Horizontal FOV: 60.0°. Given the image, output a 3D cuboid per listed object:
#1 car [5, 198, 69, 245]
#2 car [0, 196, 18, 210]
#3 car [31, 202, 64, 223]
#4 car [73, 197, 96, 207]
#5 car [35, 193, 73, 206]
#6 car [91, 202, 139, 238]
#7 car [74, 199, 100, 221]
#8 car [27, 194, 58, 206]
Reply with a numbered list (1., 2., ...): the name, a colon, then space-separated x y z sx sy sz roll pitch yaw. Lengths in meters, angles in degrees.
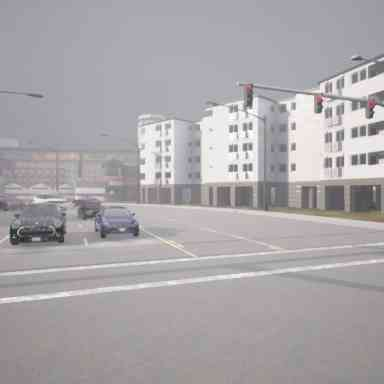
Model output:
1. car: -7.061 1.333 15.622 2.097 1.767 4.553 0 0 -19
2. car: -20.468 1.264 37.528 4.553 1.767 2.097 0 0 41
3. car: -11.492 1.551 26.306 1.895 1.301 4.718 0 0 -29
4. car: -14.982 1.389 46.714 4.902 1.511 2.128 0 0 38
5. car: -16.402 1.136 38.557 5.566 2.045 2.150 0 0 44
6. car: -4.130 1.505 17.819 1.812 1.442 4.674 0 0 -22
7. car: -7.979 1.517 26.865 1.994 1.385 4.181 0 0 -28
8. car: -23.531 1.226 52.352 4.553 1.767 2.097 0 0 25
